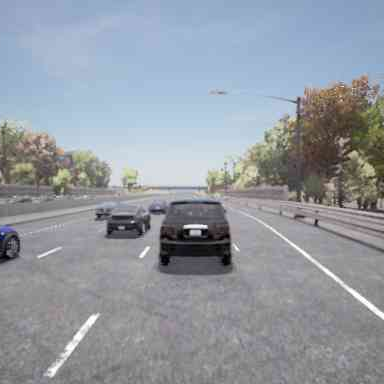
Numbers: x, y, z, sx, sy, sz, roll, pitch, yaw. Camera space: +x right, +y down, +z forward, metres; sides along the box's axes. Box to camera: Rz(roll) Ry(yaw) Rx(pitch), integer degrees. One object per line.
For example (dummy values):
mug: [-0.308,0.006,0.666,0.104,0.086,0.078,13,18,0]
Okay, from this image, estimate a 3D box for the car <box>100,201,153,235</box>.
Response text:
car: [-3.398,1.471,18.489,1.837,1.490,4.892,0,0,0]

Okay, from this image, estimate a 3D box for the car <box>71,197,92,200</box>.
car: [-17.535,1.481,54.947,2.033,1.411,5.357,0,0,1]

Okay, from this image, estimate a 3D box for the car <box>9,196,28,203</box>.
car: [-28.029,1.426,54.303,2.128,1.511,4.902,0,0,1]

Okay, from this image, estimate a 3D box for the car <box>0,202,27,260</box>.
car: [-6.901,1.333,9.478,2.097,1.767,4.553,0,0,0]

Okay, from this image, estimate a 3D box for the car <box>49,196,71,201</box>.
car: [-21.041,1.411,54.717,1.882,1.535,5.008,0,0,1]

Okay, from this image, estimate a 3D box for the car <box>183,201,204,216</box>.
car: [0.103,1.550,32.679,1.895,1.301,4.718,0,0,0]

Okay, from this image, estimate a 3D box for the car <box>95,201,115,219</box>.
car: [-6.900,1.500,28.958,2.033,1.411,5.357,0,0,0]

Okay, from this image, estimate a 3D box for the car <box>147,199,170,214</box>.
car: [-3.397,1.511,34.847,1.994,1.385,4.181,0,0,0]

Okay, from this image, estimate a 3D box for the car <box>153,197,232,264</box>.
car: [0.099,1.199,11.797,2.150,2.045,5.566,0,0,0]

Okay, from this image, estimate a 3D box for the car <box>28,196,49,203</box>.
car: [-24.533,1.426,55.254,2.128,1.511,4.902,0,0,1]
